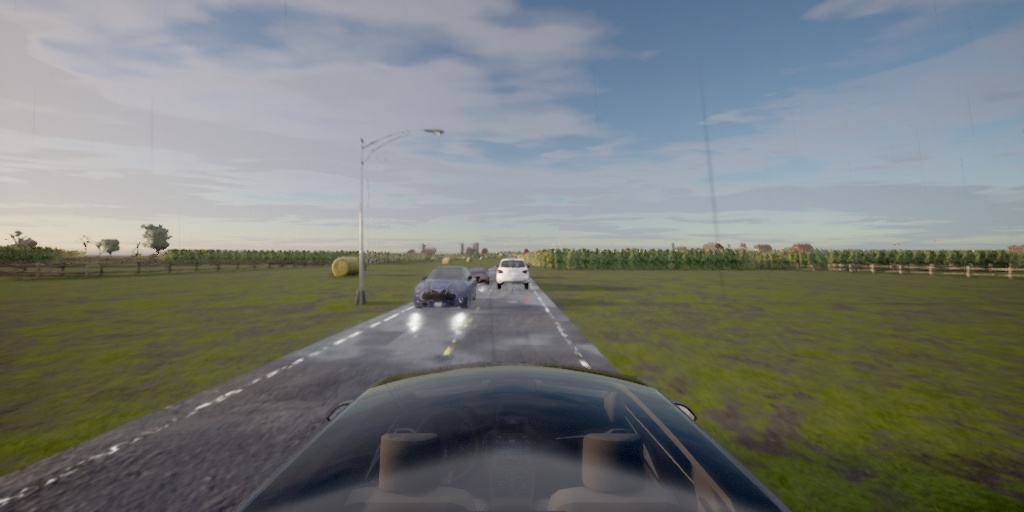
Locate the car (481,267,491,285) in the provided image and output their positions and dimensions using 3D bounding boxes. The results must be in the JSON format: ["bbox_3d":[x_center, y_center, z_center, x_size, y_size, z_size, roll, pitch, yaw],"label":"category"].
[{"bbox_3d":[-2.719,1.550,28.706,1.994,1.385,4.181,0,-1,0],"label":"car"}]

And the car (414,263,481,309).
[{"bbox_3d":[-2.739,1.224,15.615,2.097,1.767,4.553,0,0,0],"label":"car"}]

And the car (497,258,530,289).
[{"bbox_3d":[0.088,1.187,25.560,2.150,2.045,5.566,0,0,1],"label":"car"}]
